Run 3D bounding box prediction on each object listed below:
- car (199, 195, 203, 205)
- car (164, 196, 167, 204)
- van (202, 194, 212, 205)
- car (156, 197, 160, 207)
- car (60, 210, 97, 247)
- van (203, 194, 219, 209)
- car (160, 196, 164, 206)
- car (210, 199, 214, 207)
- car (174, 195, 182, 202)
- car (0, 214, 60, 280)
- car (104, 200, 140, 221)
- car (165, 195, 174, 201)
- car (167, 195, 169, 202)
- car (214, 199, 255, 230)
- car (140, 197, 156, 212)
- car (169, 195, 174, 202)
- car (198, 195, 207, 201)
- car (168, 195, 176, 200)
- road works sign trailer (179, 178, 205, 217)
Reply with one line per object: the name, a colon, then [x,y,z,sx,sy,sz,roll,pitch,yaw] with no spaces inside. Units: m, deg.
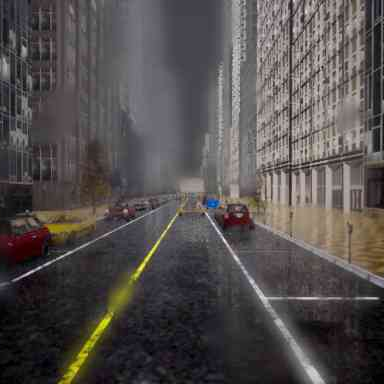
car: [2.681,1.306,55.078,2.192,1.841,5.009,-1,0,0]
car: [-5.698,1.541,55.078,2.008,1.369,4.403,-1,0,0]
van: [2.681,1.331,60.762,1.690,1.788,3.998,-1,0,0]
car: [-5.697,1.558,43.711,1.947,1.339,4.313,-1,0,0]
car: [-5.698,1.522,15.123,1.752,1.417,4.829,-1,0,0]
van: [2.681,1.333,43.711,1.690,1.788,3.998,-1,0,0]
car: [-5.697,1.536,49.395,1.887,1.381,4.507,-1,0,0]
car: [2.683,1.520,26.830,1.752,1.417,4.829,-1,0,0]
car: [-3.000,1.462,76.725,2.128,1.511,4.902,0,0,0]
car: [-5.699,1.438,9.609,1.967,1.590,4.097,-1,0,0]
car: [-5.699,1.435,26.660,1.967,1.590,4.097,-1,0,0]
car: [-5.697,1.536,83.496,2.008,1.369,4.403,-1,0,0]
car: [-5.697,1.572,60.762,1.802,1.307,4.206,-1,0,0]
car: [2.682,1.436,20.977,1.967,1.590,4.097,-1,0,0]
car: [-5.698,1.544,38.027,2.008,1.369,4.403,-1,0,0]
car: [-5.698,1.538,72.129,2.008,1.369,4.403,-1,0,0]
car: [2.683,1.536,83.496,2.008,1.369,4.403,-1,0,0]
car: [-5.697,1.565,94.863,1.802,1.307,4.206,-1,0,0]
road works sign trailer: [0.001,0.459,31.059,2.380,3.560,2.880,0,0,0]
